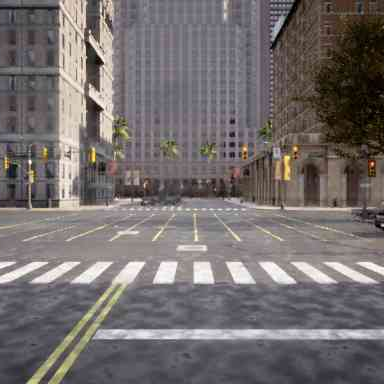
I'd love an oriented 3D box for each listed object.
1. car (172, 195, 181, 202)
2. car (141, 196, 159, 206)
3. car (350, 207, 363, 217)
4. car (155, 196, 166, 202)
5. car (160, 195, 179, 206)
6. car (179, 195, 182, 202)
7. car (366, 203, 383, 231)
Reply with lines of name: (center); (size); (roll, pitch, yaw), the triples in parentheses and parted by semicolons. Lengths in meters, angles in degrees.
car: (-3.424, 1.500, 75.310); (1.837, 1.490, 4.892); (0, 0, 1)
car: (-7.134, 1.491, 54.290); (2.128, 1.511, 4.902); (0, 0, 0)
car: (16.650, 1.601, 29.381); (4.718, 1.301, 1.895); (0, 0, 0)
car: (-6.937, 1.553, 73.942); (1.994, 1.385, 4.181); (0, 0, 1)
car: (-3.641, 1.547, 55.052); (2.033, 1.411, 5.357); (0, 0, 0)
car: (-3.569, 1.491, 64.898); (2.128, 1.511, 4.902); (0, 0, 1)
car: (12.202, 1.495, 17.642); (4.902, 1.511, 2.128); (0, -1, -13)
